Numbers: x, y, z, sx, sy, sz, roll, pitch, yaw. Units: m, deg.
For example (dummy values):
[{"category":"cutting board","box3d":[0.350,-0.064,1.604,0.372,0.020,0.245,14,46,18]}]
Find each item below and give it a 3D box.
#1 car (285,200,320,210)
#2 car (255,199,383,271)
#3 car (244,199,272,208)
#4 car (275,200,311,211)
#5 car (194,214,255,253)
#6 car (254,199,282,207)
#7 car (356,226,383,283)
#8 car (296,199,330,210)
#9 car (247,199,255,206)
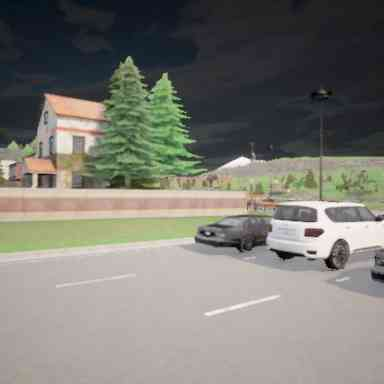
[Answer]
[{"category":"car","box3d":[17.224,1.998,52.223,2.128,1.511,4.902,1,0,-36]},{"category":"car","box3d":[5.041,1.347,11.642,5.566,2.045,2.150,0,0,-35]},{"category":"car","box3d":[11.801,1.984,59.761,1.882,1.535,5.008,1,0,-36]},{"category":"car","box3d":[14.915,1.944,49.438,1.882,1.535,5.008,1,0,-36]},{"category":"car","box3d":[2.646,1.666,14.234,5.357,1.411,2.033,1,0,-35]},{"category":"car","box3d":[14.263,2.038,62.370,2.128,1.511,4.902,1,0,-36]},{"category":"car","box3d":[6.662,1.665,8.501,5.357,1.411,2.033,1,0,-35]},{"category":"car","box3d":[19.794,2.024,54.650,1.882,1.535,5.008,1,0,-36]},{"category":"car","box3d":[9.417,1.971,57.059,1.837,1.490,4.892,1,0,-36]}]
